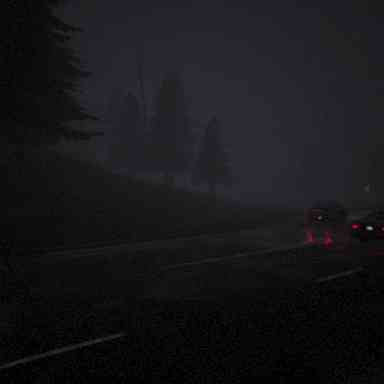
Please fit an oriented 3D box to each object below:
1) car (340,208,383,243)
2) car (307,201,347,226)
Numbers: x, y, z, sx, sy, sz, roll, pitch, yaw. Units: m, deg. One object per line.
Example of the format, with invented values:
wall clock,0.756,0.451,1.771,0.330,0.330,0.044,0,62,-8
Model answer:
car,8.983,1.458,14.452,5.357,1.411,2.033,0,0,-36
car,9.268,1.374,22.608,2.128,1.511,4.902,0,0,34
